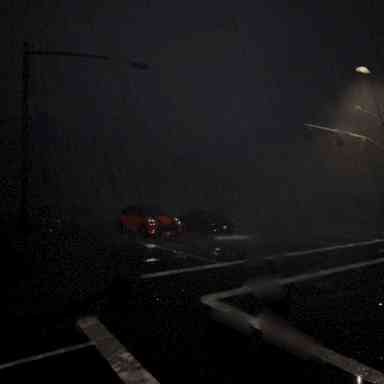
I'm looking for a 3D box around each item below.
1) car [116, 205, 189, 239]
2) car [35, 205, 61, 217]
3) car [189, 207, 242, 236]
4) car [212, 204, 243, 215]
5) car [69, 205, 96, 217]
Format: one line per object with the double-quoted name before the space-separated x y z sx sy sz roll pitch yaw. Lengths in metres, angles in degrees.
"car" -2.485 1.553 18.636 2.097 1.767 4.553 1 -1 -36
"car" -16.372 2.120 37.799 1.895 1.301 4.718 1 -1 -36
"car" 0.695 1.794 20.209 1.994 1.385 4.181 1 -1 -35
"car" 3.156 1.970 35.008 2.128 1.511 4.902 1 -2 -37
"car" -12.821 2.138 38.856 1.895 1.301 4.718 1 -1 -36
